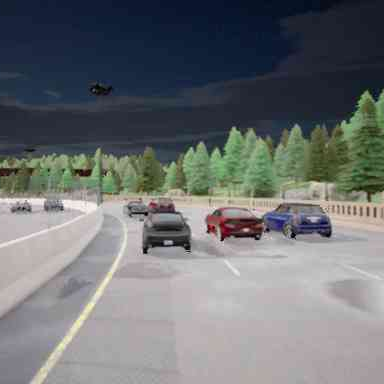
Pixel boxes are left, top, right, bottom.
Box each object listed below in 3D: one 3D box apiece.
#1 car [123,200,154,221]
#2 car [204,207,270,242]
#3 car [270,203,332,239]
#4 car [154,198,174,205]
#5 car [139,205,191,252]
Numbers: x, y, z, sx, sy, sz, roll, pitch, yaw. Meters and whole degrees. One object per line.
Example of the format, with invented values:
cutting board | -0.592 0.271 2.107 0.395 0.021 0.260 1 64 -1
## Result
car | -5.488 1.616 32.101 2.033 1.411 5.357 0 0 -19
car | 1.925 1.496 16.794 1.882 1.535 5.008 0 0 -9
car | 5.322 1.359 17.573 2.097 1.767 4.553 0 0 -9
car | -3.411 1.419 36.390 2.097 1.767 4.553 0 0 -20
car | -1.158 1.530 14.028 1.837 1.490 4.892 0 0 -8
